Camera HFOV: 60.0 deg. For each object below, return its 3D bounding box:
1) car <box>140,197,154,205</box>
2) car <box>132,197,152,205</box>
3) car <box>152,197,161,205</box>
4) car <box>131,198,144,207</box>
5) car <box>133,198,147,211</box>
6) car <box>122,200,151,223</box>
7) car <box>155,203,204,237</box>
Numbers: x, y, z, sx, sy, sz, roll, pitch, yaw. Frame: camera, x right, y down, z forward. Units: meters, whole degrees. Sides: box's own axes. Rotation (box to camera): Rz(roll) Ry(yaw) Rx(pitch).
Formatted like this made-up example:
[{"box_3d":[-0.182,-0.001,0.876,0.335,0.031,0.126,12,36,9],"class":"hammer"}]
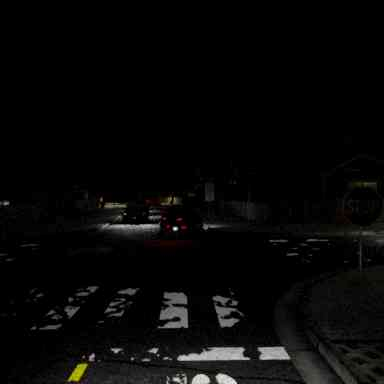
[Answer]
[{"box_3d":[-9.024,1.827,66.625,2.128,1.511,4.902,0,-1,-16],"class":"car"},{"box_3d":[-5.527,1.575,35.401,1.882,1.535,5.008,0,0,-8],"class":"car"},{"box_3d":[-6.570,1.575,56.807,2.097,1.767,4.553,0,-1,-14],"class":"car"},{"box_3d":[-9.222,1.729,55.714,1.837,1.490,4.892,0,0,-12],"class":"car"},{"box_3d":[-7.143,1.648,45.274,1.837,1.490,4.892,0,0,-11],"class":"car"},{"box_3d":[-4.381,1.587,26.206,1.812,1.442,4.674,0,0,-6],"class":"car"},{"box_3d":[-0.515,1.514,18.115,1.837,1.490,4.892,3,-1,7],"class":"car"}]
